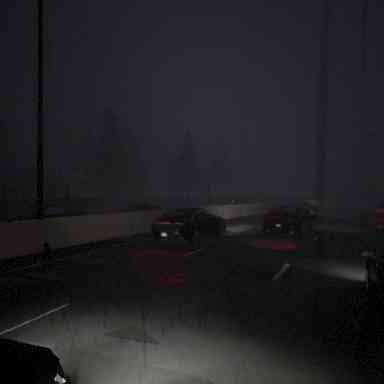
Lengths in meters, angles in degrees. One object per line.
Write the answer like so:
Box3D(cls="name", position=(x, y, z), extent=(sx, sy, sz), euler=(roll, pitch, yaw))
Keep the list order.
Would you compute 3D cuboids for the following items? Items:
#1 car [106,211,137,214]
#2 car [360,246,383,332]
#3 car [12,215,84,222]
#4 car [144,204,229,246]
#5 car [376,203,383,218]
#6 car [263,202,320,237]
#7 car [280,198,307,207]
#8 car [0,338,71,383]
Box3D(cls="car", position=(-4.110, 1.474, 23.001), extent=(1.882, 1.535, 5.008), euler=(0, 0, 30))
Box3D(cls="car", position=(4.045, 1.506, 5.476), extent=(1.837, 1.490, 4.892), euler=(0, 0, 23))
Box3D(cls="car", position=(-9.238, 1.544, 21.060), extent=(2.033, 1.411, 5.357), euler=(0, 0, 28))
Box3D(cls="car", position=(0.001, 1.490, 15.566), extent=(2.128, 1.511, 4.902), euler=(0, 0, 27))
Box3D(cls="car", position=(17.883, 1.600, 29.491), extent=(1.895, 1.301, 4.718), euler=(0, 0, 41))
Box3D(cls="car", position=(5.409, 1.476, 18.131), extent=(1.882, 1.535, 5.008), euler=(0, 0, 30))
Box3D(cls="car", position=(16.071, 1.598, 52.475), extent=(4.718, 1.301, 1.895), euler=(0, 0, -40))
Box3D(cls="car", position=(-2.451, 1.504, 1.035), extent=(1.837, 1.490, 4.892), euler=(0, 0, 19))
